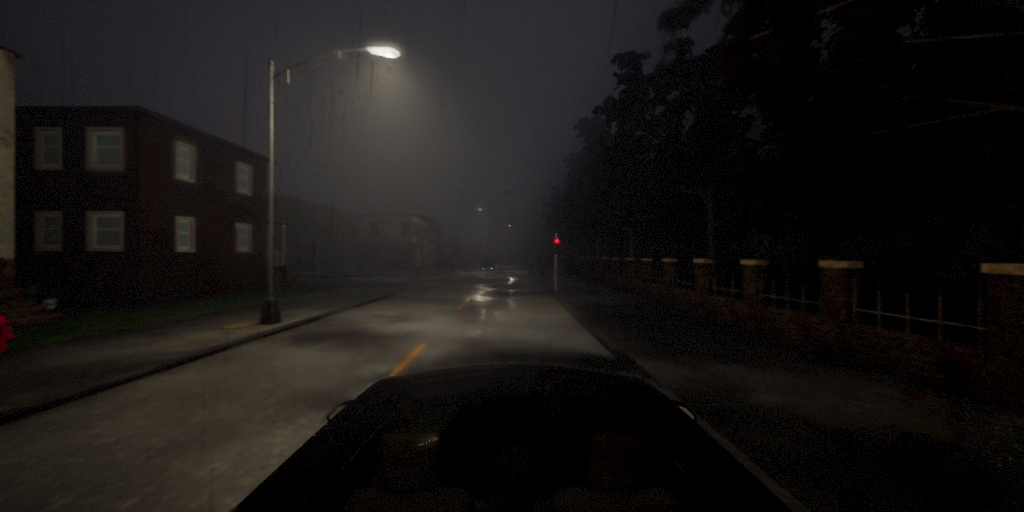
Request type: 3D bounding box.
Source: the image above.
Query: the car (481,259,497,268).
[{"bbox_3d":[-4.032,1.244,60.943,1.837,1.490,4.892,0,0,0],"label":"car"}]
